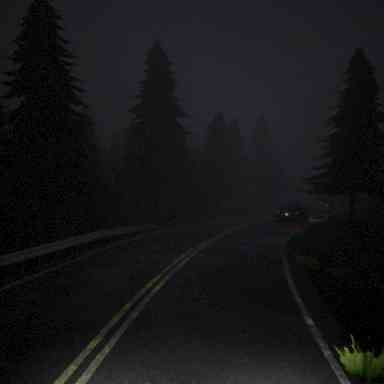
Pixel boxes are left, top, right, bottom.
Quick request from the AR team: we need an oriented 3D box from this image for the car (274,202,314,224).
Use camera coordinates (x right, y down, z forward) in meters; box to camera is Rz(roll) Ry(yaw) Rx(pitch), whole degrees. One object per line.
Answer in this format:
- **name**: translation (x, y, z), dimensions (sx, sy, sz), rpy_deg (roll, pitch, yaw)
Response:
- **car**: translation (7.714, 1.585, 25.510), dimensions (1.994, 1.385, 4.181), rpy_deg (3, 1, 28)

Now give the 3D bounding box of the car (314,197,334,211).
- **car**: translation (15.432, 1.450, 39.192), dimensions (2.097, 1.767, 4.553), rpy_deg (3, 1, 29)
